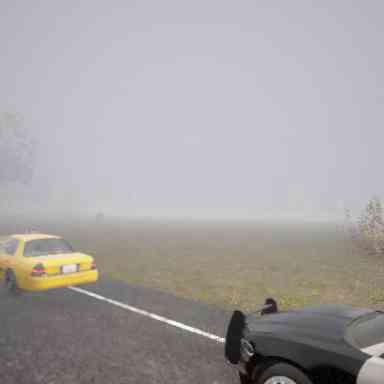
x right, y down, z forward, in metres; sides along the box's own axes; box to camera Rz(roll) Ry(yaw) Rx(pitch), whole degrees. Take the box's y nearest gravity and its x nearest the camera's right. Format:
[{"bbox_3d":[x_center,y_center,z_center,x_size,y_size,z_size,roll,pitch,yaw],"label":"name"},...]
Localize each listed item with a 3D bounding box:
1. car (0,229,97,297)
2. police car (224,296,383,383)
[{"bbox_3d":[-4.833,1.854,9.696,5.366,1.575,1.801,-1,-4,42],"label":"car"},{"bbox_3d":[2.658,1.648,2.954,5.238,1.638,1.930,-1,-4,42],"label":"police car"}]
